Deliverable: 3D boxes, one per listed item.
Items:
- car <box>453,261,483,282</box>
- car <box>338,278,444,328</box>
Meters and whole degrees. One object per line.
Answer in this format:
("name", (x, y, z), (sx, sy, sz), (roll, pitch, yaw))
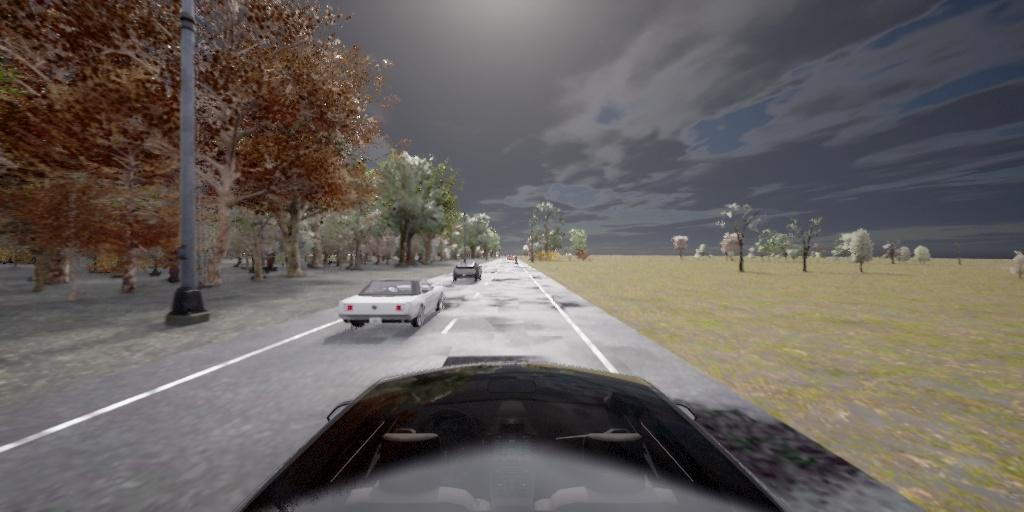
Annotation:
("car", (-3.415, 1.159, 28.069), (2.128, 1.511, 4.902), (0, 0, 0))
("car", (-3.412, 1.321, 11.205), (1.895, 1.301, 4.718), (0, 0, 0))
